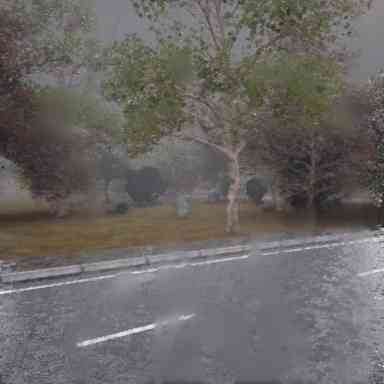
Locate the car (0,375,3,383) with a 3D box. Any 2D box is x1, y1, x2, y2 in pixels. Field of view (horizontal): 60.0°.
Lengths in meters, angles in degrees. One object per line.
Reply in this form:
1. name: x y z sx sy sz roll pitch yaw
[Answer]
1. car: -3.476 1.518 1.405 4.674 1.442 1.812 0 0 -36
